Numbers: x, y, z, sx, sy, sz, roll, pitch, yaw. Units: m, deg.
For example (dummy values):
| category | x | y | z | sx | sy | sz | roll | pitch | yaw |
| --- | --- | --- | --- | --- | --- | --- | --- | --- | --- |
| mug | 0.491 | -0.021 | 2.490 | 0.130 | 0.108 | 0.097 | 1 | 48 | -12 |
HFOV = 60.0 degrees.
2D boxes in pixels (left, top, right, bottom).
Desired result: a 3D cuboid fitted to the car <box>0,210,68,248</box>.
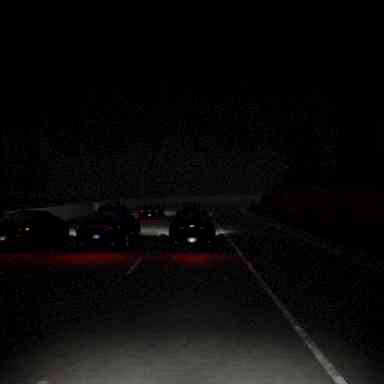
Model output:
| category | x | y | z | sx | sy | sz | roll | pitch | yaw |
| --- | --- | --- | --- | --- | --- | --- | --- | --- | --- |
| car | -7.000 | 1.530 | 14.650 | 1.812 | 1.442 | 4.674 | 0 | 0 | 0 |

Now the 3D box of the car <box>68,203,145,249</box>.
| category | x | y | z | sx | sy | sz | roll | pitch | yaw |
| --- | --- | --- | --- | --- | --- | --- | --- | --- | --- |
| car | -3.500 | 1.482 | 14.650 | 1.882 | 1.535 | 5.008 | 0 | 0 | 0 |

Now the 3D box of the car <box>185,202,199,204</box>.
| category | x | y | z | sx | sy | sz | roll | pitch | yaw |
| --- | --- | --- | --- | --- | --- | --- | --- | --- | --- |
| car | 0.000 | 1.561 | 29.650 | 2.033 | 1.411 | 5.357 | 0 | 0 | 0 |

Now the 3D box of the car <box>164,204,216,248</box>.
| category | x | y | z | sx | sy | sz | roll | pitch | yaw |
| --- | --- | --- | --- | --- | --- | --- | --- | --- | --- |
| car | 0.000 | 1.514 | 14.650 | 1.837 | 1.490 | 4.892 | 0 | 0 | 0 |

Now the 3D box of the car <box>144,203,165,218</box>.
| category | x | y | z | sx | sy | sz | roll | pitch | yaw |
| --- | --- | --- | --- | --- | --- | --- | --- | --- | --- |
| car | -3.500 | 1.614 | 29.680 | 1.895 | 1.301 | 4.718 | 0 | 0 | 0 |
